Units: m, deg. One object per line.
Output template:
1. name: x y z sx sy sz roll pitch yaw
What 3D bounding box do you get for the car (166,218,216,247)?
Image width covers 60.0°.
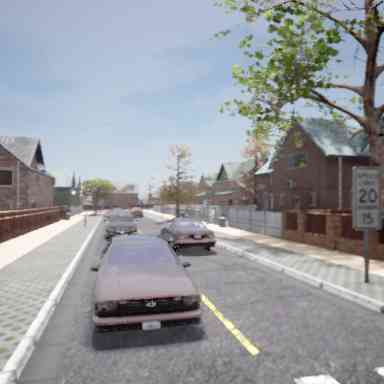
1. car: -0.344 2.024 16.575 2.033 1.411 5.357 1 -2 -14

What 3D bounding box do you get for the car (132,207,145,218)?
1. car: -8.147 2.989 48.819 1.812 1.442 4.674 1 -2 -14

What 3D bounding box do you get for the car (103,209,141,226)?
1. car: -4.526 2.115 21.332 1.837 1.490 4.892 1 -1 -13

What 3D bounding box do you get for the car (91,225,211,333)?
1. car: -1.246 1.760 7.758 2.033 1.411 5.357 1 -2 -14
